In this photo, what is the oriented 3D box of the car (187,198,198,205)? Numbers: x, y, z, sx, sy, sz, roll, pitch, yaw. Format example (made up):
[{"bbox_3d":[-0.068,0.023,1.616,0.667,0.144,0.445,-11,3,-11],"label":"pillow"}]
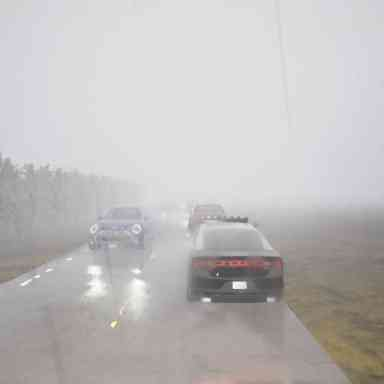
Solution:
[{"bbox_3d":[0.101,1.779,63.363,1.994,1.385,4.181,0,0,0],"label":"car"}]

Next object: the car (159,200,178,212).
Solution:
[{"bbox_3d":[-2.686,1.662,39.335,1.994,1.385,4.181,0,0,0],"label":"car"}]

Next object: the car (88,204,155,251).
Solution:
[{"bbox_3d":[-2.826,1.364,14.169,2.097,1.767,4.553,0,0,0],"label":"car"}]

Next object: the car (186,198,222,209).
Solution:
[{"bbox_3d":[0.853,1.373,18.263,2.097,1.767,4.553,0,0,0],"label":"car"}]

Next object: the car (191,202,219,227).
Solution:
[{"bbox_3d":[0.863,1.544,24.293,1.837,1.490,4.892,0,0,0],"label":"car"}]

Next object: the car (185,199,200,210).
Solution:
[{"bbox_3d":[0.101,1.676,46.015,2.033,1.411,5.357,0,0,1],"label":"car"}]

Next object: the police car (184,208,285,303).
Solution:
[{"bbox_3d":[0.838,1.430,8.401,1.930,1.638,5.238,0,0,0],"label":"police car"}]
